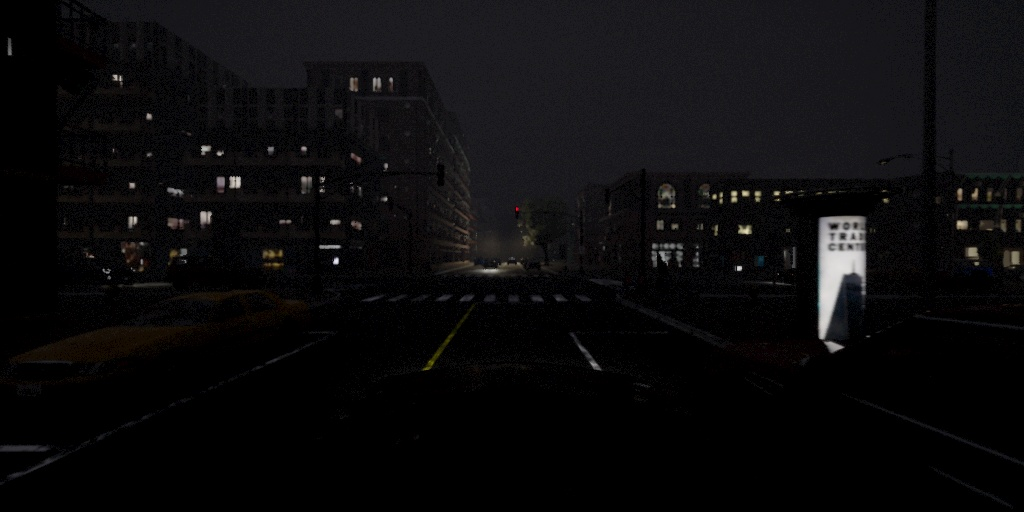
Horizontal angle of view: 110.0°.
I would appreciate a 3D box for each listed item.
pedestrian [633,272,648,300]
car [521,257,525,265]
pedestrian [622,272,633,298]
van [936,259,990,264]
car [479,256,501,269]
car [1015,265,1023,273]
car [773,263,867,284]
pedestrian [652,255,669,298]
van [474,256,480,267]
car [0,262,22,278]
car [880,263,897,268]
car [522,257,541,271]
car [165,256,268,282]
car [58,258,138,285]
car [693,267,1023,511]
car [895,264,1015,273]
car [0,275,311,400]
[{"bbox_3d":[5.273,0.834,14.607,0.375,1.860,0.375,0,0,0],"label":"pedestrian"},{"bbox_3d":[2.694,1.018,50.452,1.967,1.591,4.097,0,0,0],"label":"car"},{"bbox_3d":[5.095,0.831,15.805,0.375,1.860,0.375,0,0,0],"label":"pedestrian"},{"bbox_3d":[37.138,1.143,29.802,3.998,1.789,1.690,0,0,0],"label":"van"},{"bbox_3d":[-3.061,1.067,51.915,2.128,1.511,4.902,0,0,0],"label":"car"},{"bbox_3d":[42.664,1.381,29.840,4.403,1.370,2.007,0,0,0],"label":"car"},{"bbox_3d":[23.140,1.296,27.108,5.357,1.411,2.033,0,0,0],"label":"car"},{"bbox_3d":[6.322,0.833,15.206,0.375,1.860,0.375,0,0,0],"label":"pedestrian"},{"bbox_3d":[-5.687,0.890,61.848,1.690,1.789,3.998,0,0,0],"label":"van"},{"bbox_3d":[-39.993,1.101,29.258,4.207,1.307,1.802,0,0,0],"label":"car"},{"bbox_3d":[31.443,1.301,29.761,4.829,1.417,1.751,0,0,0],"label":"car"},{"bbox_3d":[2.693,1.144,44.755,2.007,1.370,4.403,0,0,0],"label":"car"},{"bbox_3d":[-17.275,0.932,21.037,5.009,1.841,2.192,0,0,0],"label":"car"},{"bbox_3d":[-27.616,0.928,23.553,4.553,1.767,2.097,0,0,0],"label":"car"},{"bbox_3d":[2.691,1.066,1.266,2.192,1.841,5.009,0,0,0],"label":"car"},{"bbox_3d":[26.149,1.333,21.291,4.507,1.381,1.888,0,0,0],"label":"car"},{"bbox_3d":[-5.691,1.254,6.637,1.751,1.417,4.829,0,0,0],"label":"car"}]
